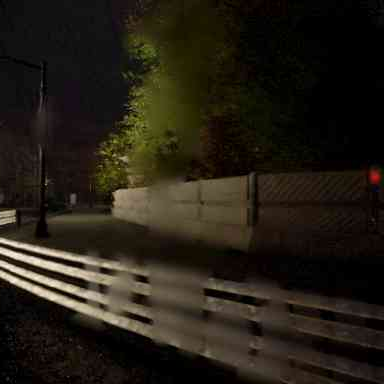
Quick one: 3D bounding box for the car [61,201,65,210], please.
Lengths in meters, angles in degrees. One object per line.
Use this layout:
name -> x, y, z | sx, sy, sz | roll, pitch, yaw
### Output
car -> -26.786, 2.634, 66.849 | 2.097, 1.767, 4.553 | 0, -1, -14

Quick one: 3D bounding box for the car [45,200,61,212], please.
car -> -24.321, 2.345, 56.879 | 2.150, 2.045, 5.566 | 0, -1, -14
